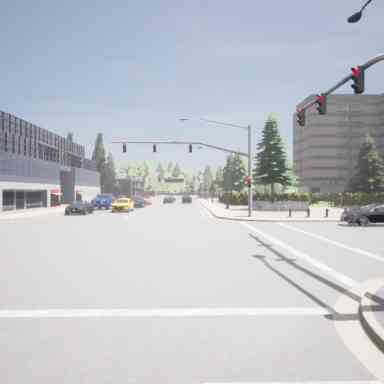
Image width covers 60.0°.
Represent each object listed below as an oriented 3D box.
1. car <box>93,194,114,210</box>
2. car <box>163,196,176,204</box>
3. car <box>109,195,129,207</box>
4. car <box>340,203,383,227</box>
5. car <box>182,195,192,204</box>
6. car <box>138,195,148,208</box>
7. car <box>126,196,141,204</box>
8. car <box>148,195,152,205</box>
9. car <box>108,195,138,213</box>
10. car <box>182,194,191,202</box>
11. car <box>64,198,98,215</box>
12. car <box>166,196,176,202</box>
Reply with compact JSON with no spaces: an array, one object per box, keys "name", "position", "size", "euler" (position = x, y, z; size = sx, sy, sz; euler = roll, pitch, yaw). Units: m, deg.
[{"name":"car","position":[-11.370,1.221,42.822],"size":[2.150,2.045,5.566],"euler":[0,0,-1]},{"name":"car","position":[-4.565,1.547,64.629],"size":[2.033,1.411,5.357],"euler":[0,0,-1]},{"name":"car","position":[-11.492,1.352,52.722],"size":[2.097,1.767,4.553],"euler":[0,0,-1]},{"name":"car","position":[12.505,1.492,22.232],"size":[4.902,1.511,2.128],"euler":[0,0,-1]},{"name":"car","position":[-0.968,1.505,64.953],"size":[1.837,1.490,4.892],"euler":[0,0,-1]},{"name":"car","position":[-7.924,1.353,47.098],"size":[2.097,1.767,4.553],"euler":[0,0,-1]},{"name":"car","position":[-11.602,1.492,65.820],"size":[2.128,1.511,4.902],"euler":[0,0,0]},{"name":"car","position":[-8.044,1.352,57.212],"size":[2.097,1.767,4.553],"euler":[0,0,-1]},{"name":"car","position":[-7.802,1.478,37.861],"size":[1.882,1.535,5.008],"euler":[0,0,-1]},{"name":"car","position":[-1.204,1.355,75.018],"size":[2.097,1.767,4.553],"euler":[0,0,-1]},{"name":"car","position":[-11.238,1.564,33.469],"size":[1.994,1.385,4.181],"euler":[0,0,-1]},{"name":"car","position":[-4.709,1.510,75.265],"size":[1.895,1.301,4.718],"euler":[0,0,-1]}]
